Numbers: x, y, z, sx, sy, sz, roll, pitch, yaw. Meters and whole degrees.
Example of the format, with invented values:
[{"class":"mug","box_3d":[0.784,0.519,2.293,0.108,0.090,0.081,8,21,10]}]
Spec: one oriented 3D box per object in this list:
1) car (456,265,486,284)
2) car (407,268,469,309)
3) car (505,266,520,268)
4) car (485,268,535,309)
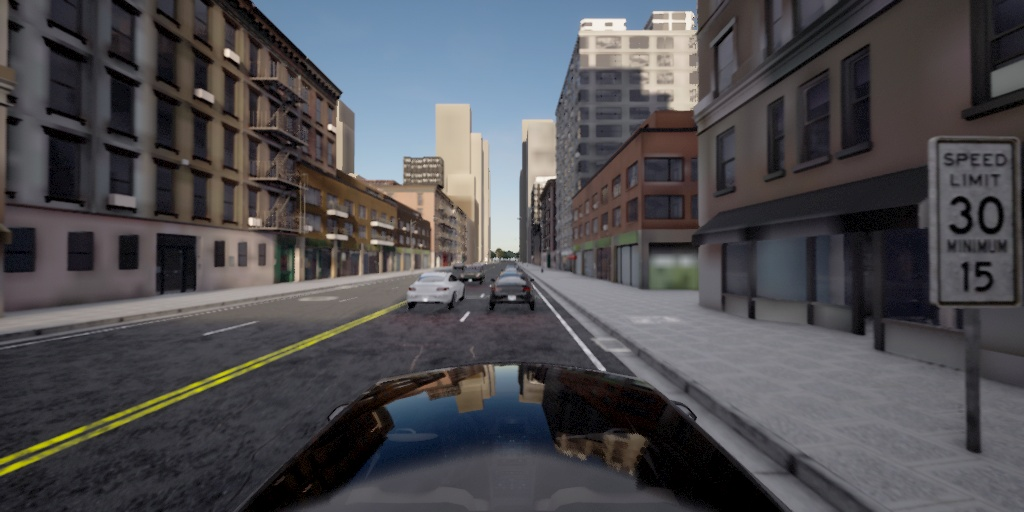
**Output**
[{"class":"car","box_3d":[-3.240,1.637,30.105,1.895,1.301,4.718,0,-1,0]},{"class":"car","box_3d":[-3.230,1.417,15.762,1.812,1.442,4.674,0,0,0]},{"class":"car","box_3d":[0.015,1.567,30.754,1.812,1.442,4.674,0,0,0]},{"class":"car","box_3d":[0.018,1.417,15.750,1.812,1.442,4.674,0,0,0]}]
